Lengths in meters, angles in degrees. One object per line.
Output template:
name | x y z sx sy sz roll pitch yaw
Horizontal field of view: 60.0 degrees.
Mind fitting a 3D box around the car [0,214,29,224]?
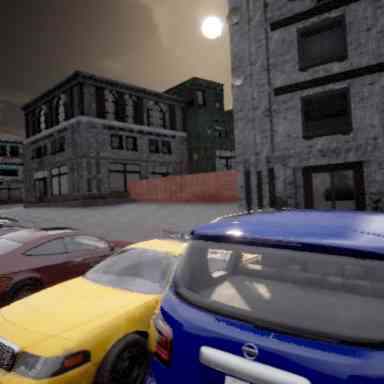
car | -4.973 1.455 8.700 2.002 1.452 4.674 0 0 35

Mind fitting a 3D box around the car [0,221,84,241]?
car | -2.779 1.474 7.185 2.002 1.452 4.674 1 0 35

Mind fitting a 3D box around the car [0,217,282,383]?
car | -0.483 1.452 5.377 1.946 1.575 5.366 0 0 35
